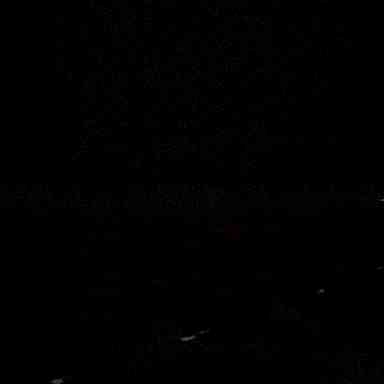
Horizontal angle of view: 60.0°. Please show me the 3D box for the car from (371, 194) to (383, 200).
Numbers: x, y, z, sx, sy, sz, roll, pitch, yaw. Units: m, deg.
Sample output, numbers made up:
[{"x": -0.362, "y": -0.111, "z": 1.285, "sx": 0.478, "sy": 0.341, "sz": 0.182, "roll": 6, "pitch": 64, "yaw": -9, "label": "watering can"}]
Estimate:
[{"x": 44.034, "y": 1.137, "z": 78.221, "sx": 1.895, "sy": 1.301, "sz": 4.718, "roll": -1, "pitch": 0, "yaw": 9, "label": "car"}]
